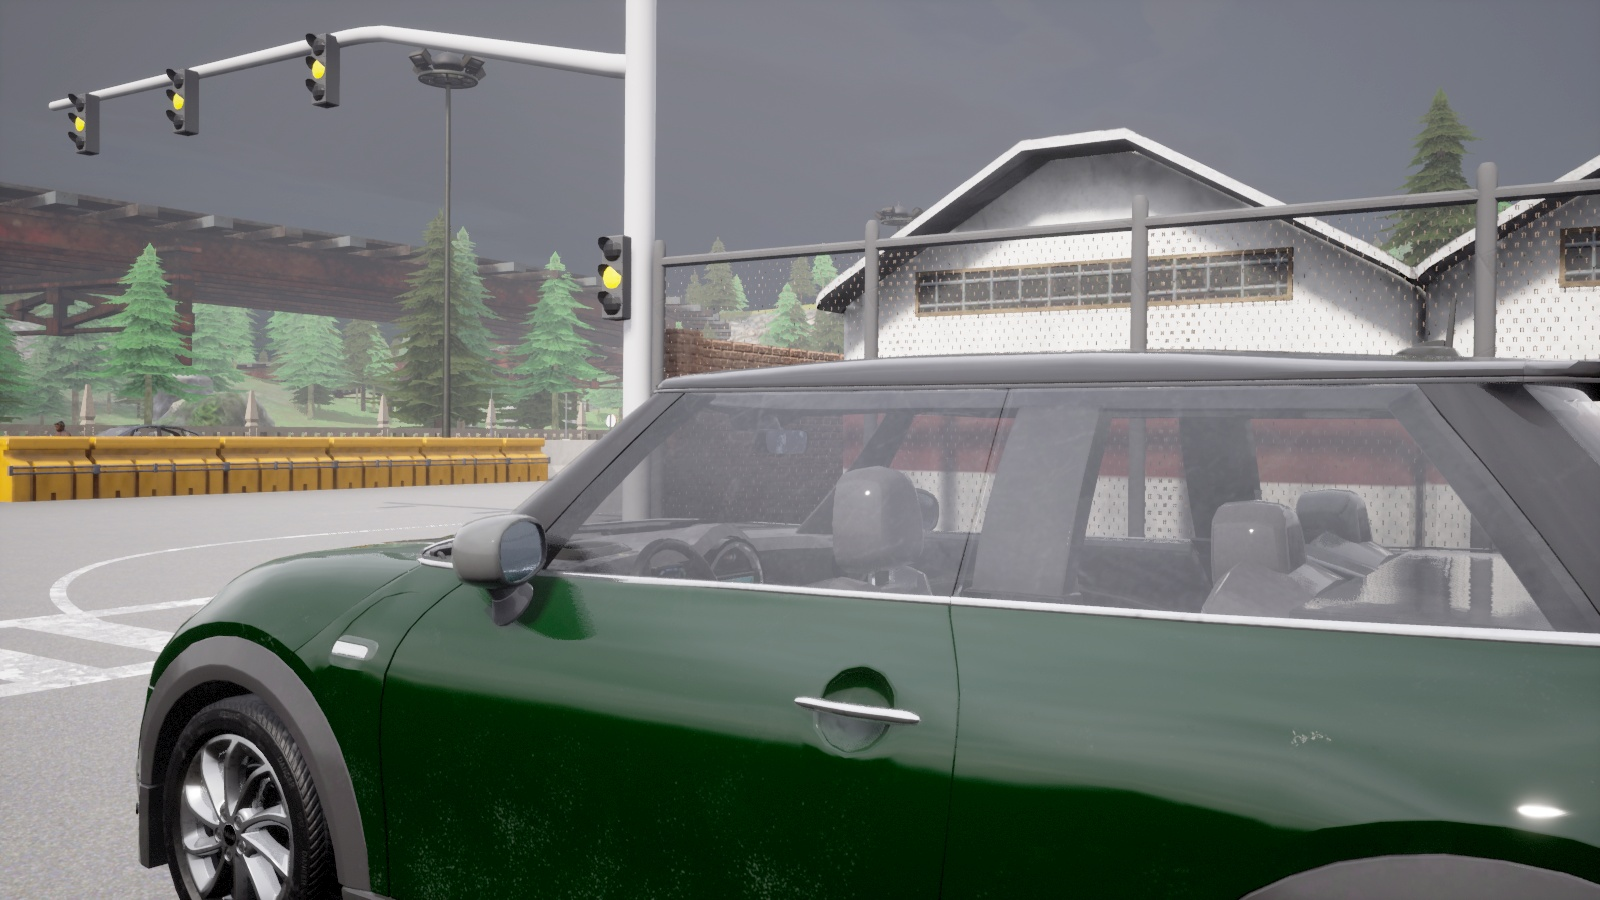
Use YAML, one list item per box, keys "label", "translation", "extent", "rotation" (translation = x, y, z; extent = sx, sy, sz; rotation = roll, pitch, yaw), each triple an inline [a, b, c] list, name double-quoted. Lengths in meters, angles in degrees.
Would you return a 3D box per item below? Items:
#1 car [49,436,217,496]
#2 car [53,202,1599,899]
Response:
- label: "car"
  translation: [-18.487, 0.400, 34.944]
  extent: [1.789, 1.549, 3.705]
  rotation: [0, 1, 32]
- label: "car"
  translation: [0.186, 0.540, 3.498]
  extent: [4.553, 1.767, 2.097]
  rotation: [0, 1, 33]
